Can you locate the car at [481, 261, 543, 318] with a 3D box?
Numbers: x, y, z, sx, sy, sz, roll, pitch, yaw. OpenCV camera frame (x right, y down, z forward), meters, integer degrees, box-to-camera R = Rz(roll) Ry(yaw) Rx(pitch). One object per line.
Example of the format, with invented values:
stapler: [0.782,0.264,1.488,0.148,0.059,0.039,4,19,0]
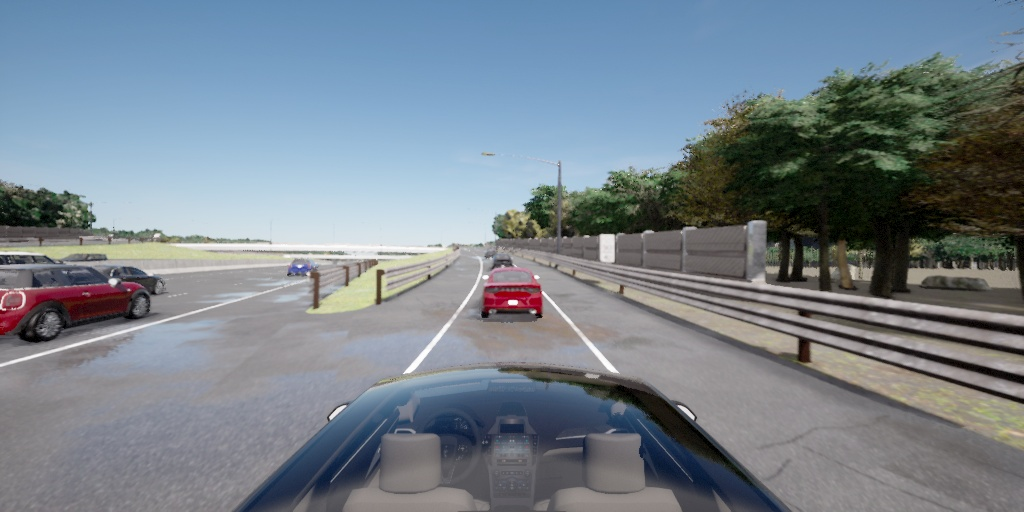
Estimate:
car: [-0.026,1.132,12.693,1.882,1.535,5.008,0,1,-1]

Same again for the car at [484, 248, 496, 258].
car: [-3.246,-0.468,55.221,2.128,1.511,4.902,0,3,-7]

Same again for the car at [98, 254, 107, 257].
car: [-48.237,0.713,40.297,2.150,2.045,5.566,1,-1,-19]

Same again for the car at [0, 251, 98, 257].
car: [-20.836,0.830,14.836,2.150,2.045,5.566,1,0,-19]

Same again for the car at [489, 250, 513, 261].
car: [-0.938,0.528,32.352,1.837,1.490,4.892,0,3,-4]

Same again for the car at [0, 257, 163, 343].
car: [-11.564,0.990,9.007,2.097,1.767,4.553,1,-1,-19]

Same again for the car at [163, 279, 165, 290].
car: [-17.413,1.145,15.632,1.837,1.490,4.892,1,0,-19]

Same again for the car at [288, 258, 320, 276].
car: [-20.798,1.035,35.965,2.097,1.767,4.553,1,0,-19]
